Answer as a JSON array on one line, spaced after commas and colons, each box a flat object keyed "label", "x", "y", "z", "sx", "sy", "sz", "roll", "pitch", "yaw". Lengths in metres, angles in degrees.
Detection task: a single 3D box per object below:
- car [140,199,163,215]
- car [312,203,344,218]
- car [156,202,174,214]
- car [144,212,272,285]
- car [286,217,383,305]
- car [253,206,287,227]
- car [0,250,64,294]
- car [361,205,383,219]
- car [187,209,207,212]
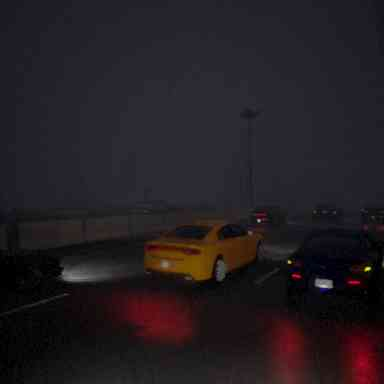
[{"label": "car", "x": -5.022, "y": 1.956, "z": 42.086, "sx": 2.150, "sy": 2.045, "sz": 5.566, "roll": -1, "pitch": -1, "yaw": 31}, {"label": "car", "x": 12.059, "y": 1.734, "z": 29.352, "sx": 2.097, "sy": 1.767, "sz": 4.553, "roll": -1, "pitch": -2, "yaw": 31}, {"label": "car", "x": -2.847, "y": 2.180, "z": 38.884, "sx": 1.812, "sy": 1.442, "sz": 4.674, "roll": -1, "pitch": -2, "yaw": 31}, {"label": "car", "x": 0.625, "y": 1.576, "z": 10.012, "sx": 1.882, "sy": 1.535, "sz": 5.008, "roll": -1, "pitch": -1, "yaw": 31}, {"label": "car", "x": 3.649, "y": 1.572, "z": 8.251, "sx": 1.812, "sy": 1.442, "sz": 4.674, "roll": -1, "pitch": -1, "yaw": 31}, {"label": "car", "x": 6.070, "y": 1.839, "z": 26.095, "sx": 1.837, "sy": 1.490, "sz": 4.892, "roll": -1, "pitch": -1, "yaw": 31}, {"label": "car", "x": -5.357, "y": 1.675, "z": 6.763, "sx": 2.033, "sy": 1.411, "sz": 5.357, "roll": -1, "pitch": -1, "yaw": 31}, {"label": "car", "x": 15.648, "y": 1.842, "z": 28.542, "sx": 2.128, "sy": 1.511, "sz": 4.902, "roll": -1, "pitch": -2, "yaw": 31}, {"label": "car", "x": 0.952, "y": 2.156, "z": 38.426, "sx": 1.812, "sy": 1.442, "sz": 4.674, "roll": -1, "pitch": -2, "yaw": 31}]
